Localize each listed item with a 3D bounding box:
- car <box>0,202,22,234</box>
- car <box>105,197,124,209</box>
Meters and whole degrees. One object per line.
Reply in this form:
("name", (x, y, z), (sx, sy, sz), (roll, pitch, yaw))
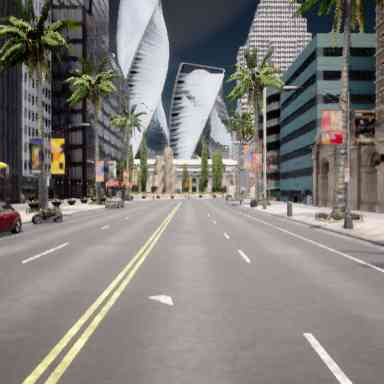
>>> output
("car", (-10.119, 1.300, 15.815), (2.185, 1.767, 4.553), (0, 0, -1))
("car", (-10.425, 1.432, 45.188), (2.231, 1.521, 4.892), (0, 0, -1))
